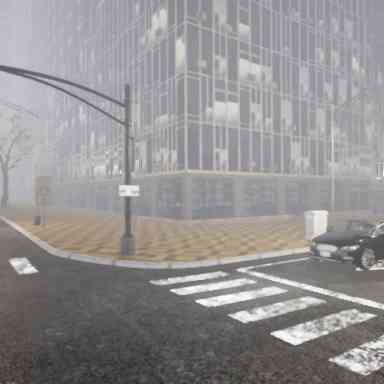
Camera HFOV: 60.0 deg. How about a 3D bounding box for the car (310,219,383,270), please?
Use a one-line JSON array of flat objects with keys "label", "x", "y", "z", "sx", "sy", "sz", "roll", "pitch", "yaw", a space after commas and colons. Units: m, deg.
[{"label": "car", "x": 6.314, "y": 1.778, "z": 12.163, "sx": 4.902, "sy": 1.511, "sz": 2.128, "roll": 1, "pitch": -1, "yaw": -35}]
